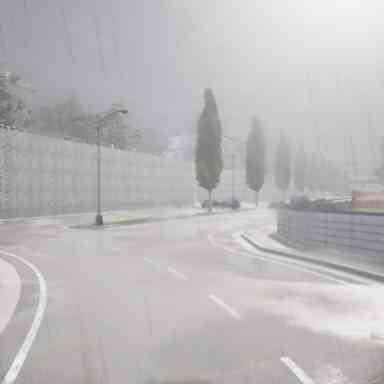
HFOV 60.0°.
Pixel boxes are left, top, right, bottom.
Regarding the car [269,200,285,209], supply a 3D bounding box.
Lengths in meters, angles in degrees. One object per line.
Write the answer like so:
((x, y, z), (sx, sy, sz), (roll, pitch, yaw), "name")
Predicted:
((13.408, 1.908, 51.759), (1.994, 1.385, 4.181), (-1, -1, 31), "car")

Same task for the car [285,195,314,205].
((16.025, 1.512, 49.318), (2.150, 2.045, 5.566), (-1, 0, 31), "car")

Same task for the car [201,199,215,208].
((3.220, 2.023, 57.166), (1.837, 1.490, 4.892), (-1, -1, 31), "car")

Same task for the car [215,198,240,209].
((6.294, 1.814, 55.494), (2.097, 1.767, 4.553), (-1, -1, 31), "car")

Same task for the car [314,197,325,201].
((24.545, 1.700, 63.959), (1.994, 1.385, 4.181), (-1, 0, 30), "car")
